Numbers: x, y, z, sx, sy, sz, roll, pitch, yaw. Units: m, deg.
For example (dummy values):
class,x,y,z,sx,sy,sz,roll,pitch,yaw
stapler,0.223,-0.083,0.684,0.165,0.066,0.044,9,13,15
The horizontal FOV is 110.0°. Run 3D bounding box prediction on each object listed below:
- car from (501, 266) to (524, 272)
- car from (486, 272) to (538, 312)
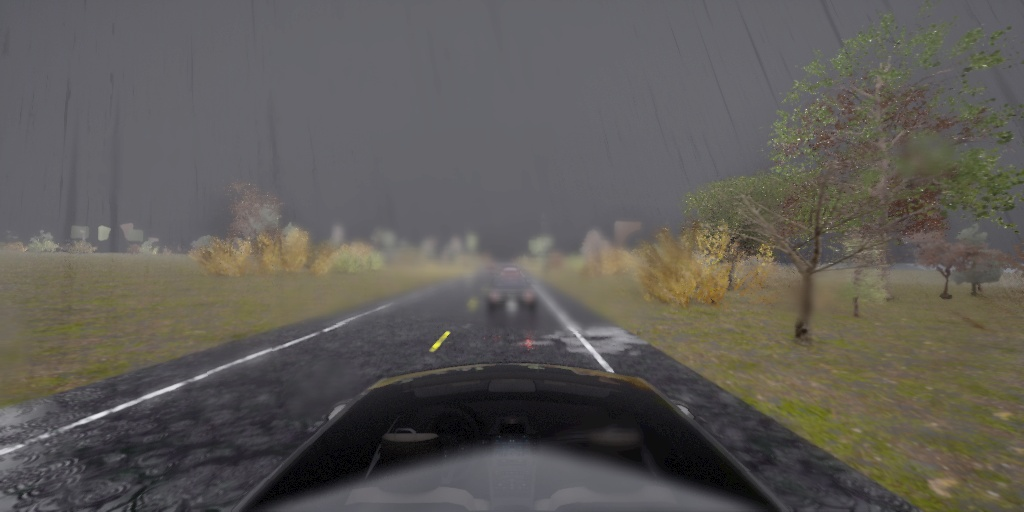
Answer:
class,x,y,z,sx,sy,sz,roll,pitch,yaw
car,0.024,1.610,30.732,1.812,1.442,4.674,0,0,0
car,0.016,1.504,15.096,1.895,1.301,4.718,0,-1,0
